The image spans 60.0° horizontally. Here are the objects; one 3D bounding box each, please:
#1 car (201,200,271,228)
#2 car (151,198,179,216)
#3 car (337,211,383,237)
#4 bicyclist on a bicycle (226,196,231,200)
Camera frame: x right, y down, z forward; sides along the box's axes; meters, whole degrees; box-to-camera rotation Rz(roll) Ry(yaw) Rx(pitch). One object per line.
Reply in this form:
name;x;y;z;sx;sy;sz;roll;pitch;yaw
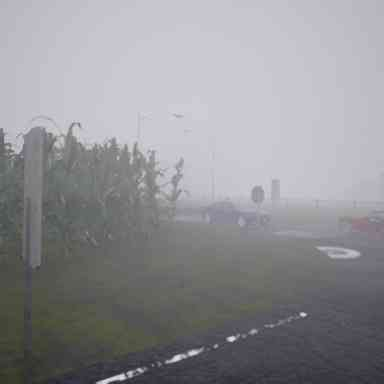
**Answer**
car;2.588;1.265;20.469;1.882;1.535;5.008;1;0;-36
car;-3.222;1.211;28.539;2.033;1.411;5.357;1;0;-36
car;9.001;1.521;15.530;1.895;1.301;4.718;1;0;-13
bicyclist on a bicycle;3.258;1.221;29.753;1.656;1.620;0.582;-1;1;-36
